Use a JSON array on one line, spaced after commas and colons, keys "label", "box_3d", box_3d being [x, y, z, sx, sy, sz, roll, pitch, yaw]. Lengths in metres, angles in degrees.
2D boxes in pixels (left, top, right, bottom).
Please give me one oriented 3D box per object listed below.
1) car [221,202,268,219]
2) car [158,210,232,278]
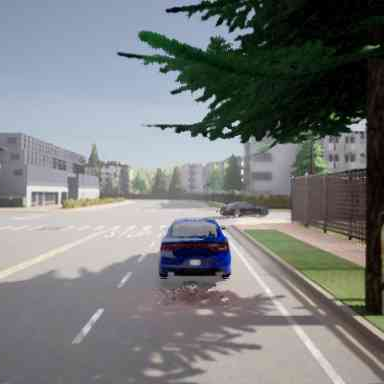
[{"label": "car", "box_3d": [4.855, 1.649, 30.828, 4.674, 1.442, 1.812, 0, -2, -25]}, {"label": "car", "box_3d": [0.082, 1.522, 10.340, 1.882, 1.535, 5.008, 0, 0, 0]}]
